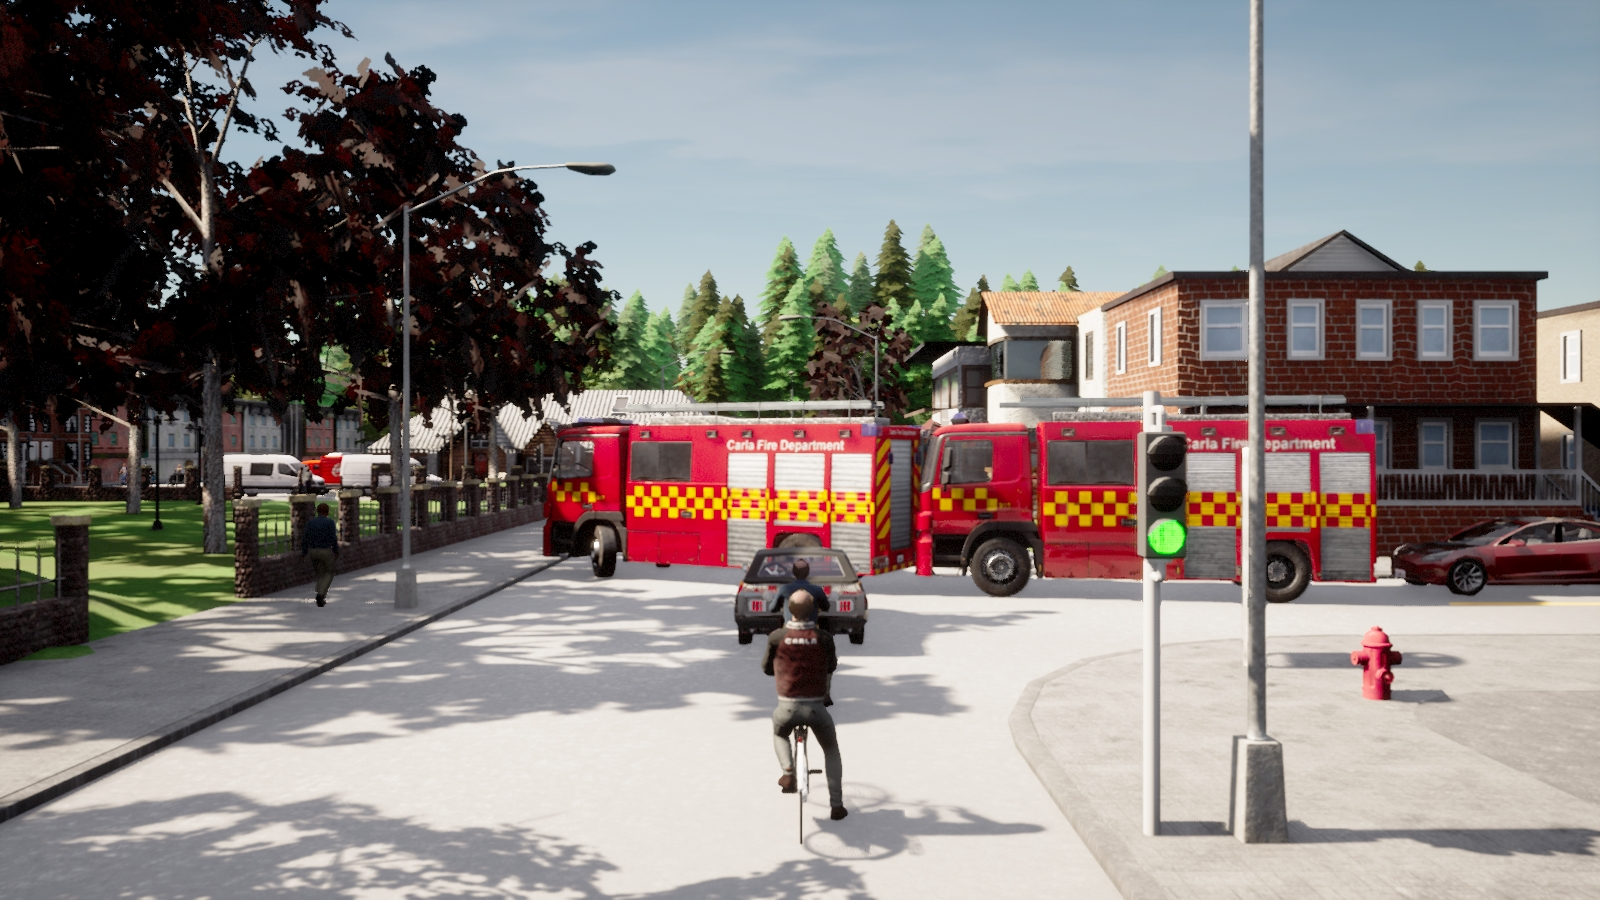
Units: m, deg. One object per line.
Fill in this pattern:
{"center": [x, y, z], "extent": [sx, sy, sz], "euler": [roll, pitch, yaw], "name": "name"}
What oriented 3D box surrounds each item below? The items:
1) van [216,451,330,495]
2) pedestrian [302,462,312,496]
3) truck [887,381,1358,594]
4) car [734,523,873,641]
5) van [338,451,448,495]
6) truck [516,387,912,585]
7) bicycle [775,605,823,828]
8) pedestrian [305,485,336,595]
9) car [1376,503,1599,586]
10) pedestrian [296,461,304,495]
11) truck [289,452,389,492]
{"center": [-31.483, 1.360, 68.366], "extent": [5.915, 2.561, 1.988], "euler": [0, 0, 1], "name": "van"}
{"center": [-27.134, 1.568, 62.912], "extent": [0.375, 1.860, 0.375], "euler": [0, 0, 41], "name": "pedestrian"}
{"center": [6.096, 0.685, 22.675], "extent": [8.468, 3.827, 2.891], "euler": [0, 0, 10], "name": "truck"}
{"center": [0.047, 1.948, 17.866], "extent": [1.895, 1.301, 4.718], "euler": [0, 0, 0], "name": "car"}
{"center": [-24.292, 1.360, 68.314], "extent": [5.915, 2.561, 1.988], "euler": [0, 0, 1], "name": "van"}
{"center": [-2.020, 0.690, 25.307], "extent": [8.468, 3.827, 2.891], "euler": [0, 0, 28], "name": "truck"}
{"center": [-0.008, 1.947, 8.734], "extent": [0.329, 1.271, 1.835], "euler": [0, 0, 0], "name": "bicycle"}
{"center": [-8.252, 1.539, 19.683], "extent": [0.375, 1.860, 0.375], "euler": [0, 0, 2], "name": "pedestrian"}
{"center": [14.500, 1.859, 22.928], "extent": [4.792, 1.488, 2.163], "euler": [0, 0, 0], "name": "car"}
{"center": [-27.661, 1.565, 63.219], "extent": [0.375, 1.860, 0.375], "euler": [0, 0, -19], "name": "pedestrian"}
{"center": [-29.110, 1.394, 72.294], "extent": [5.204, 2.467, 2.627], "euler": [0, 0, 0], "name": "truck"}
